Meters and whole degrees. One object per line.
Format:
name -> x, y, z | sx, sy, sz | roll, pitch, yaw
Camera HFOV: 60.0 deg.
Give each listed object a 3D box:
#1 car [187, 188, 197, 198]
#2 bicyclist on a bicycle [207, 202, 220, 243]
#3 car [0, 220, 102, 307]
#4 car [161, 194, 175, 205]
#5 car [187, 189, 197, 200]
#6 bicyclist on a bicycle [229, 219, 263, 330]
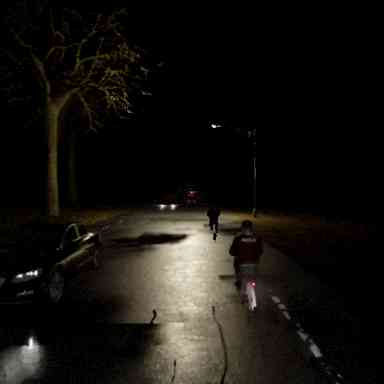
car -> 0.001, 0.243, 76.609 | 2.150, 2.045, 5.566 | 0, 2, 0
bicyclist on a bicycle -> 0.963, 1.329, 15.010 | 0.659, 1.776, 1.843 | 0, 1, 0
car -> -3.600, 1.478, 8.137 | 2.128, 1.511, 4.902 | 0, 0, 0
car -> -3.590, 1.072, 50.581 | 1.882, 1.535, 5.008 | 0, 1, 0
car -> 0.000, 0.781, 66.206 | 2.128, 1.511, 4.902 | 0, 1, 0
bicyclist on a bicycle -> 0.963, 1.363, 6.029 | 0.659, 1.776, 1.843 | 0, 0, 0
